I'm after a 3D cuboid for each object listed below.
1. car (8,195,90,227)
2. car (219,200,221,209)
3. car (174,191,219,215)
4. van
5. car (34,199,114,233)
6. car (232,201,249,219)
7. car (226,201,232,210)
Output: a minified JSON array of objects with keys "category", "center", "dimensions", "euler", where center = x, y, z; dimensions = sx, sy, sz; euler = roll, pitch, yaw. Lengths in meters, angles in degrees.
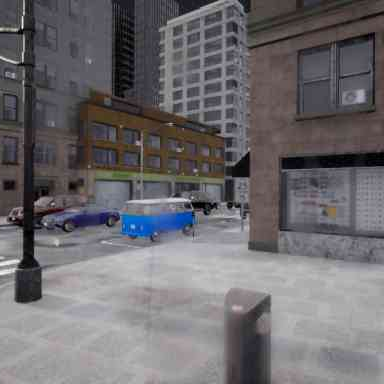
[{"category":"car","center":[-8.368,1.123,20.344],"dimensions":[2.192,1.841,5.009],"euler":[1,1,35]},{"category":"car","center":[1.341,1.167,34.091],"dimensions":[1.947,1.339,4.313],"euler":[1,2,35]},{"category":"car","center":[-0.376,0.924,27.056],"dimensions":[2.150,2.045,5.566],"euler":[0,1,35]},{"category":"van","center":[-1.406,1.208,15.425],"dimensions":[1.690,1.788,3.998],"euler":[1,1,35]},{"category":"car","center":[-6.145,1.351,18.898],"dimensions":[1.812,1.442,4.674],"euler":[0,1,35]},{"category":"car","center":[5.066,1.280,24.589],"dimensions":[2.008,1.369,4.403],"euler":[1,1,35]},{"category":"car","center":[5.485,1.178,35.344],"dimensions":[1.895,1.301,4.718],"euler":[0,1,36]}]
